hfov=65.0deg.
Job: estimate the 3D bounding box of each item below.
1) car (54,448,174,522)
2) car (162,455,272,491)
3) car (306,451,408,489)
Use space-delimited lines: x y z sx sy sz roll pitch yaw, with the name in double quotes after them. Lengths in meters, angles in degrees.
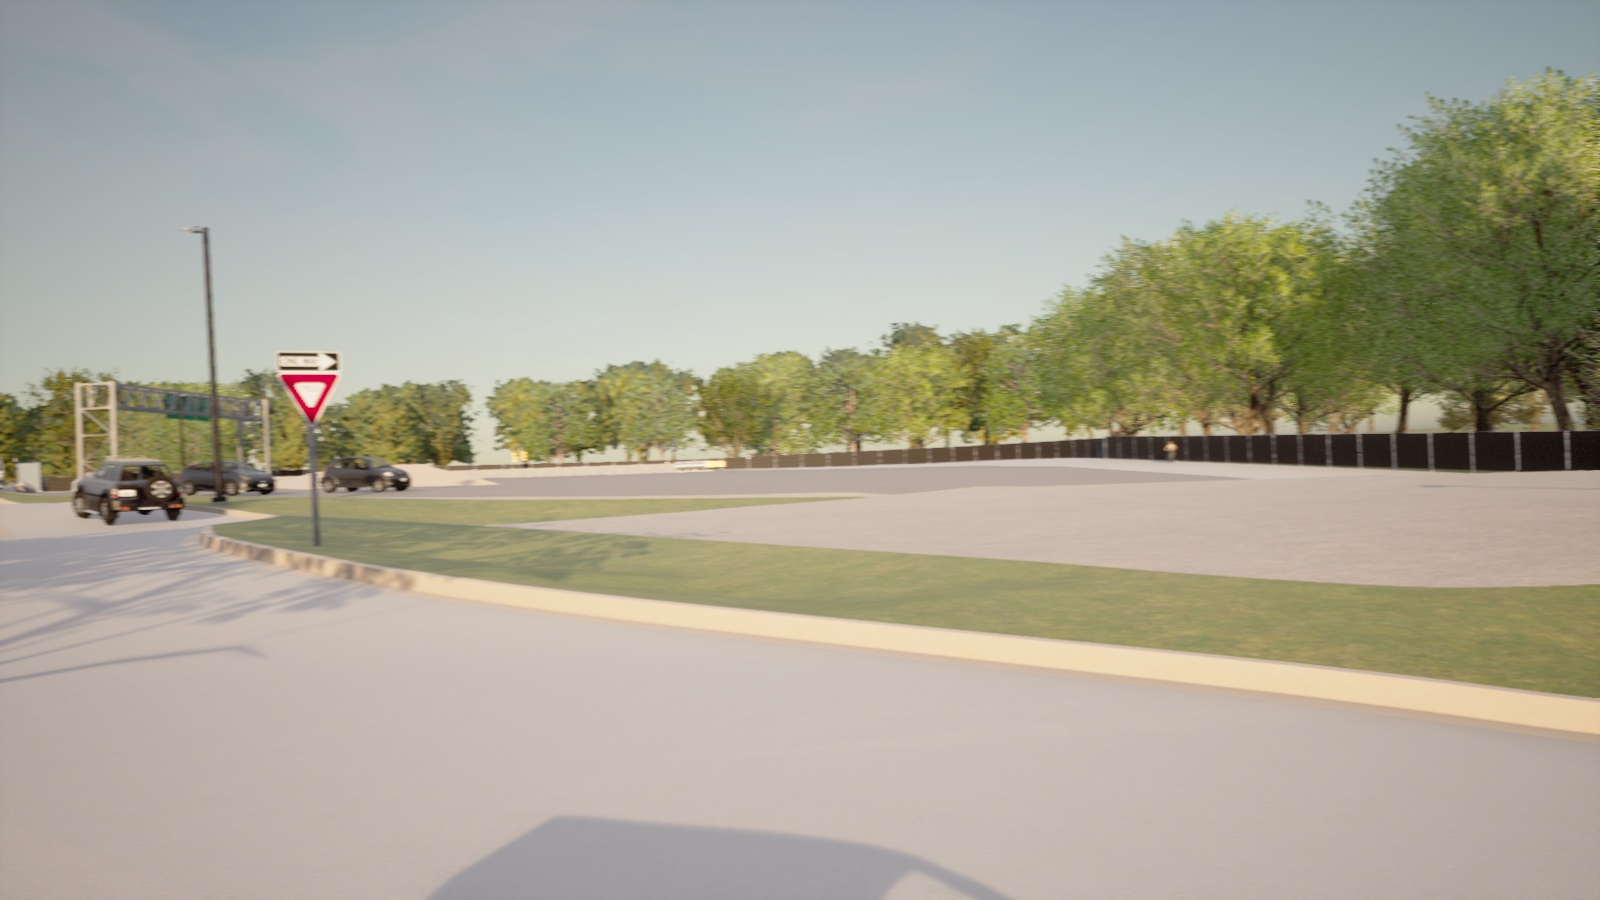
-19.912 0.950 36.373 1.932 1.855 4.605 -1 2 -43 "car"
-25.272 0.991 54.440 4.514 1.525 2.007 0 -1 28 "car"
-19.743 0.884 55.997 3.988 1.617 1.851 -1 0 20 "car"
